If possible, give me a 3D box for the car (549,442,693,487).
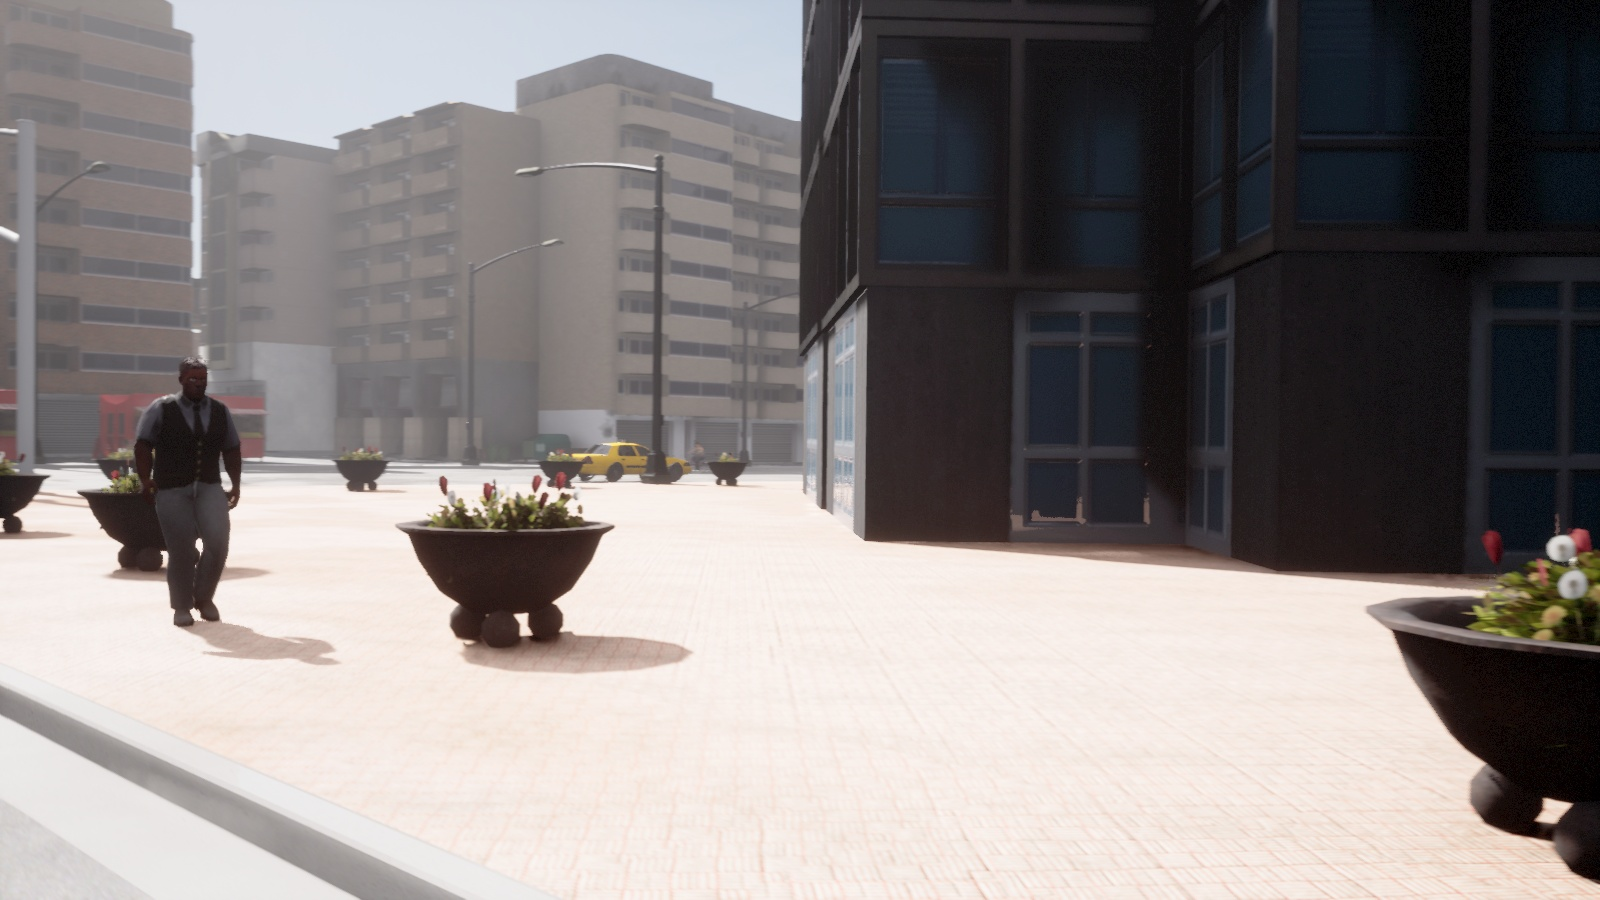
[{"bbox_3d":[-6.561,0.495,46.616,1.801,1.575,5.366,0,0,42],"label":"car"}]

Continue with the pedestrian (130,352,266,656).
[{"bbox_3d":[-3.975,0.328,8.283,0.563,1.883,0.849,-1,1,-42],"label":"pedestrian"}]
